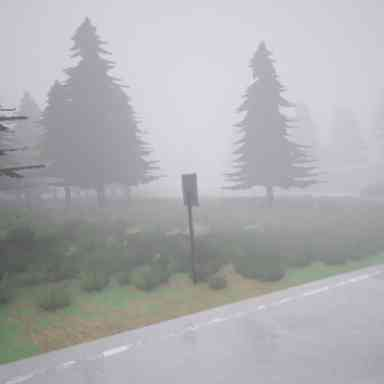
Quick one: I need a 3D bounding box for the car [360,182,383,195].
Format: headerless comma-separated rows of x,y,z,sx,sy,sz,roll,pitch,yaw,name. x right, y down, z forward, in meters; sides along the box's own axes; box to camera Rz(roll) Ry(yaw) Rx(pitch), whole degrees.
17.017,-0.091,29.085,1.882,1.535,5.008,-4,3,-11,car
